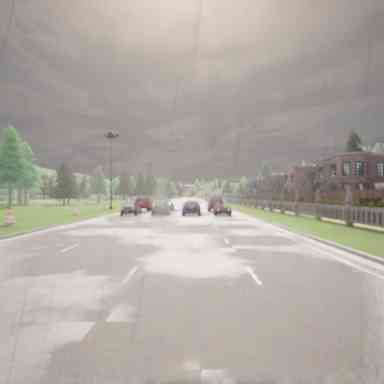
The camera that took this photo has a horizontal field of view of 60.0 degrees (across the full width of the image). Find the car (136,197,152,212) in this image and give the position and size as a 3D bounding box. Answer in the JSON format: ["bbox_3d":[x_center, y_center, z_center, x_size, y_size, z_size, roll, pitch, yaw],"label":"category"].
[{"bbox_3d":[-7.052,1.790,48.496,2.150,2.045,5.566,0,-1,0],"label":"car"}]

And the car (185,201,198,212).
[{"bbox_3d":[-0.052,2.072,48.470,1.837,1.490,4.892,0,-1,0],"label":"car"}]

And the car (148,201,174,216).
[{"bbox_3d":[-3.541,2.015,38.463,1.994,1.385,4.181,0,-1,0],"label":"car"}]

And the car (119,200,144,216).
[{"bbox_3d":[-7.041,1.977,38.459,1.812,1.442,4.674,0,-1,0],"label":"car"}]

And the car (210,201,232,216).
[{"bbox_3d":[3.459,2.052,38.500,1.895,1.301,4.718,0,-1,0],"label":"car"}]

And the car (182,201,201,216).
[{"bbox_3d":[-0.041,1.802,38.439,2.097,1.767,4.553,0,-1,0],"label":"car"}]

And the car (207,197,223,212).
[{"bbox_3d":[3.448,1.789,48.507,2.150,2.045,5.566,0,-1,0],"label":"car"}]
